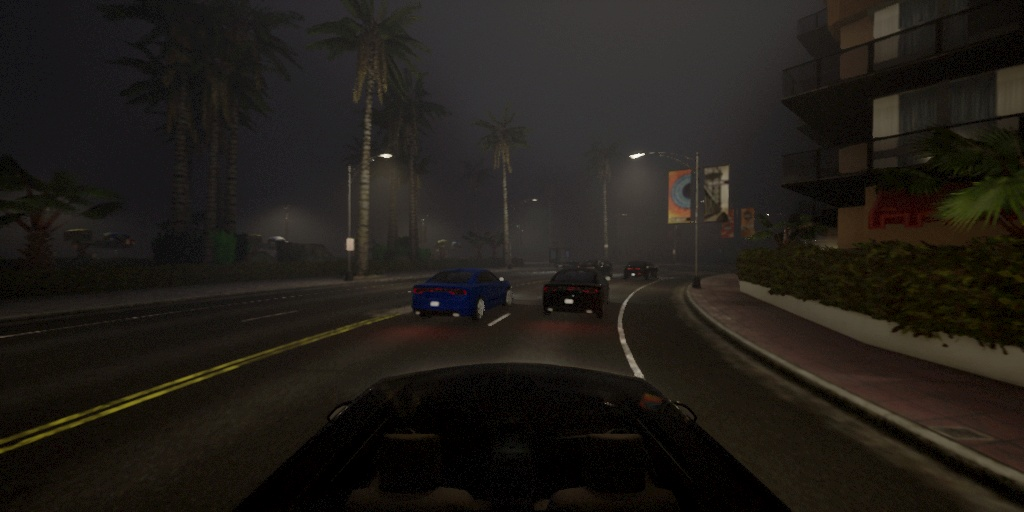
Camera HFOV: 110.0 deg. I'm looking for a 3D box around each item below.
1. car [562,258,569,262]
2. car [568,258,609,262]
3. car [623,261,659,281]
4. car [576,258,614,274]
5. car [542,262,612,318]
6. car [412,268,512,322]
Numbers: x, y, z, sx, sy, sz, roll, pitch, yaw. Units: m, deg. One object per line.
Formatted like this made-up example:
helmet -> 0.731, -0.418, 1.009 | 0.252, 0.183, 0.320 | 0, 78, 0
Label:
car -> 6.980, 0.974, 41.558 | 2.128, 1.511, 4.902 | 1, 1, 42
car -> 6.793, 1.068, 29.525 | 2.128, 1.511, 4.902 | 1, 0, 32
car -> 10.348, 1.114, 28.578 | 1.837, 1.490, 4.892 | 0, 0, 34
car -> 8.992, 1.025, 38.574 | 1.837, 1.490, 4.892 | 0, 0, 41
car -> 2.442, 1.156, 12.907 | 1.882, 1.535, 5.008 | 0, 1, 18
car -> -1.441, 1.135, 12.117 | 1.882, 1.535, 5.008 | 0, 0, 15
